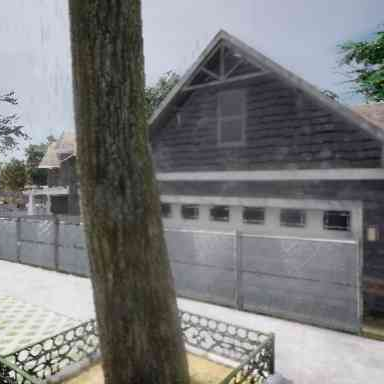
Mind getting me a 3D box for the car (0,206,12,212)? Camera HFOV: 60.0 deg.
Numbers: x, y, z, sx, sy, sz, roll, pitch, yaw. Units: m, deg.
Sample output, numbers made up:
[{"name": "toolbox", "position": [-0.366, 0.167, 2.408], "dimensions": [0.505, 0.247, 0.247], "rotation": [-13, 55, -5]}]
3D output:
[{"name": "car", "position": [-28.082, 2.785, 48.601], "dimensions": [2.097, 1.767, 4.553], "rotation": [1, -2, -7]}]
